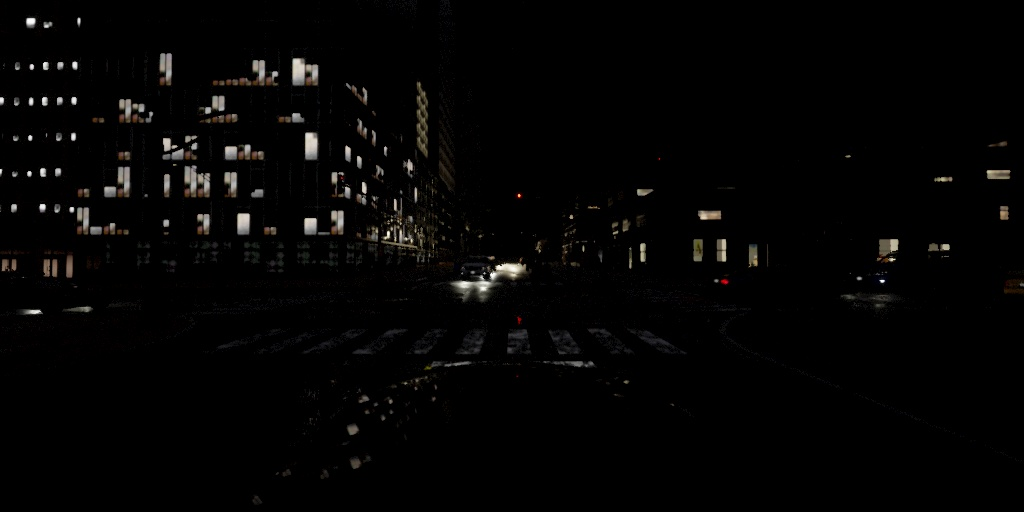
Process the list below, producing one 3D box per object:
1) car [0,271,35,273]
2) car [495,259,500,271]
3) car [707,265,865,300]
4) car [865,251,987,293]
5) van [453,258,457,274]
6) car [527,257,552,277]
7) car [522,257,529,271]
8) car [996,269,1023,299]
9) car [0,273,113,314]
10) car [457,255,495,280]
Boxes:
[{"bbox_3d":[-22.144,1.396,15.867,5.008,1.535,1.882,-1,-1,1],"label":"car"},{"bbox_3d":[-2.983,1.231,46.296,2.128,1.511,4.902,0,0,0],"label":"car"},{"bbox_3d":[11.695,1.146,15.878,5.357,1.411,2.033,-1,-1,6],"label":"car"},{"bbox_3d":[20.769,0.786,18.554,5.566,2.045,2.150,-1,-1,1],"label":"car"},{"bbox_3d":[-5.593,1.083,40.652,1.690,1.789,3.998,0,0,0],"label":"van"},{"bbox_3d":[2.774,1.184,34.995,1.967,1.591,4.097,0,0,0],"label":"car"},{"bbox_3d":[2.802,1.056,46.343,2.192,1.841,5.009,0,0,0],"label":"car"},{"bbox_3d":[20.717,0.991,12.746,4.829,1.417,1.751,0,0,1],"label":"car"},{"bbox_3d":[-17.391,1.409,13.206,4.207,1.307,1.802,0,0,1],"label":"car"},{"bbox_3d":[-3.071,0.965,31.591,2.150,2.045,5.566,0,0,2],"label":"car"}]
